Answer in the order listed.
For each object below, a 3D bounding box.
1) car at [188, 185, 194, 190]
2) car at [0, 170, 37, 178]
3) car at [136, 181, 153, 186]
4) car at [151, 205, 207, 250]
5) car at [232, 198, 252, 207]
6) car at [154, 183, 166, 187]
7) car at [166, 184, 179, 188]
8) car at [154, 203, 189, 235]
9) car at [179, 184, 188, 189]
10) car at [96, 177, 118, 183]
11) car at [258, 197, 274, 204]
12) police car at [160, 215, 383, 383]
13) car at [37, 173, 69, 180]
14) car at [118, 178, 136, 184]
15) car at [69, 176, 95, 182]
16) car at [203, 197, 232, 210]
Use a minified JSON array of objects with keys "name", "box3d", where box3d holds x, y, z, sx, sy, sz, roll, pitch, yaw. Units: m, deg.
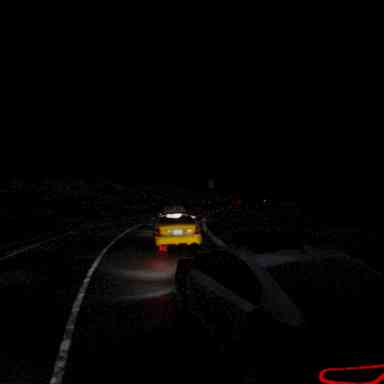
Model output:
[{"name":"car","box3d":[-1.287,-1.030,92.541,2.435,2.045,5.566,-4,-4,25]},{"name":"car","box3d":[-26.404,-2.399,49.348,2.231,1.521,4.892,-5,-4,35]},{"name":"car","box3d":[-11.401,-1.599,72.805,2.163,1.488,4.792,-5,-4,30]},{"name":"car","box3d":[-0.775,1.402,14.232,1.801,1.575,5.366,-2,0,-6]},{"name":"car","box3d":[7.819,1.586,52.708,1.994,1.385,4.181,-5,-3,36]},{"name":"car","box3d":[-8.725,-1.406,77.629,2.002,1.452,4.674,-5,-4,29]},{"name":"car","box3d":[-6.202,-1.255,82.425,2.231,1.521,4.892,-4,-4,28]},{"name":"car","box3d":[-1.085,1.484,19.763,1.812,1.442,4.674,-2,0,0]},{"name":"car","box3d":[-3.694,-1.157,87.473,2.185,1.767,4.553,-4,-4,26]},{"name":"car","box3d":[-17.155,-1.977,63.144,2.097,1.535,5.008,-5,-4,32]},{"name":"car","box3d":[15.272,1.745,68.880,1.882,1.535,5.008,-5,-3,36]},{"name":"police car","box3d":[1.040,1.366,4.772,1.930,1.638,5.238,-1,0,-16]},{"name":"car","box3d":[-23.242,-2.280,53.871,2.231,1.521,4.892,-5,-4,35]},{"name":"car","box3d":[-14.280,-1.935,67.862,2.185,1.767,4.553,-5,-4,31]},{"name":"car","box3d":[-20.147,-2.095,58.472,2.002,1.452,4.674,-5,-4,34]},{"name":"car","box3d":[3.113,1.390,43.797,2.097,1.767,4.553,-4,-2,25]}]
